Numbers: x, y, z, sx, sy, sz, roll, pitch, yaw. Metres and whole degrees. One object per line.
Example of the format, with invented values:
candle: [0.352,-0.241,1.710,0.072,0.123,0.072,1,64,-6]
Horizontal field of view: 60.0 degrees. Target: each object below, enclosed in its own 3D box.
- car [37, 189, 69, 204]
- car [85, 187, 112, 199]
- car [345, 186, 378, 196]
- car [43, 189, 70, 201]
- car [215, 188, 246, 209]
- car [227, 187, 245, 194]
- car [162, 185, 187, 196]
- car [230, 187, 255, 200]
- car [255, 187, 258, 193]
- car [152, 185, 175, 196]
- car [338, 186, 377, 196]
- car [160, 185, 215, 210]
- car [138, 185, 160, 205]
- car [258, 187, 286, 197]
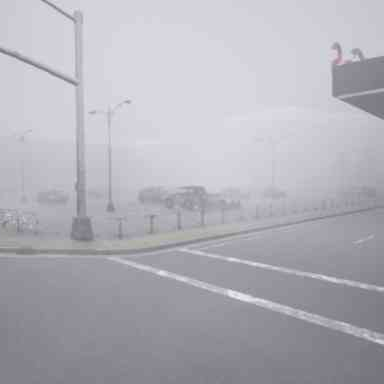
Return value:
car: [-15.746,0.579,37.130,4.514,1.523,2.007,1,2,44]
car: [-13.953,0.127,49.482,5.027,1.636,2.152,1,2,44]
car: [28.450,-0.220,55.922,4.514,1.523,2.007,1,2,44]
car: [-18.215,0.357,44.678,3.806,1.475,1.970,1,2,44]
car: [2.341,0.668,29.166,3.806,1.475,1.970,1,2,44]
car: [9.857,-0.450,74.144,3.633,1.501,1.845,1,2,44]
car: [-3.255,-0.297,60.973,4.605,1.855,1.932,1,2,44]
car: [5.491,0.239,43.465,4.514,1.523,2.007,1,2,44]
car: [13.069,-0.295,66.822,3.806,1.475,1.970,1,2,44]
car: [-4.995,-0.246,58.610,3.866,1.878,1.905,1,2,44]
car: [26.291,-0.156,53.647,5.027,1.636,2.152,1,2,44]
car: [-0.426,0.455,27.215,3.866,1.878,1.905,1,2,44]
car: [-3.741,0.320,35.070,4.605,1.855,1.932,1,2,44]
car: [12.518,0.030,50.567,3.633,1.501,1.845,1,2,44]
